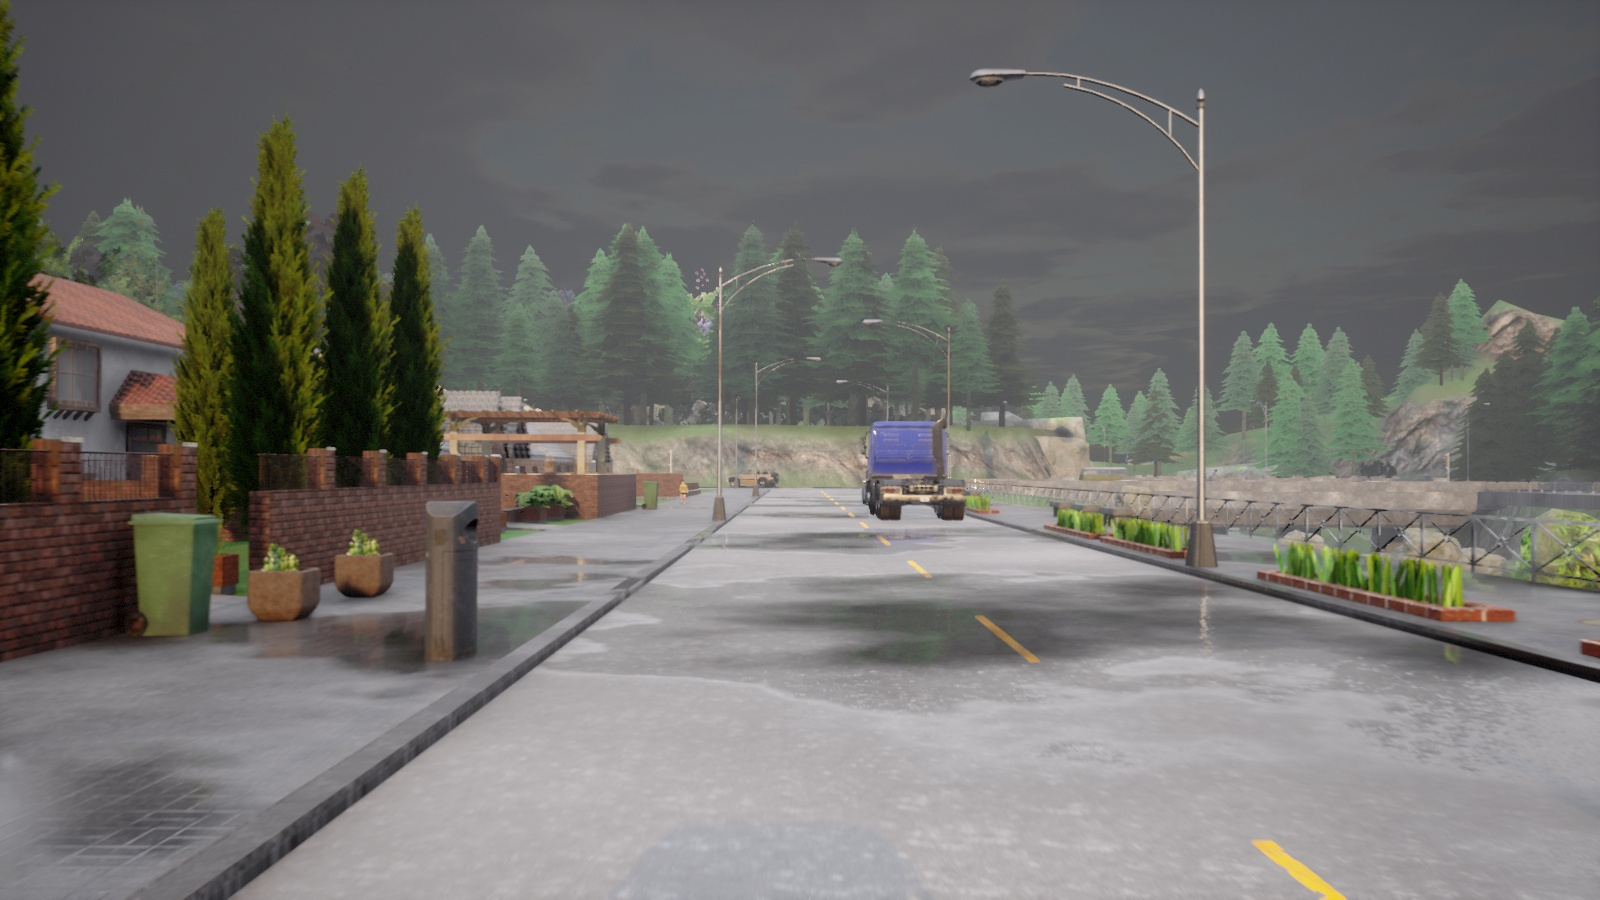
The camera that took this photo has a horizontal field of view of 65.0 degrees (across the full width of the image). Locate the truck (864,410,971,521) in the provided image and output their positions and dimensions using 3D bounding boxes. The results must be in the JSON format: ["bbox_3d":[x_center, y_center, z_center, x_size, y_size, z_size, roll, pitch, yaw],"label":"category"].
[{"bbox_3d":[3.894,0.544,43.419,2.891,3.462,7.936,0,-1,0],"label":"truck"}]
